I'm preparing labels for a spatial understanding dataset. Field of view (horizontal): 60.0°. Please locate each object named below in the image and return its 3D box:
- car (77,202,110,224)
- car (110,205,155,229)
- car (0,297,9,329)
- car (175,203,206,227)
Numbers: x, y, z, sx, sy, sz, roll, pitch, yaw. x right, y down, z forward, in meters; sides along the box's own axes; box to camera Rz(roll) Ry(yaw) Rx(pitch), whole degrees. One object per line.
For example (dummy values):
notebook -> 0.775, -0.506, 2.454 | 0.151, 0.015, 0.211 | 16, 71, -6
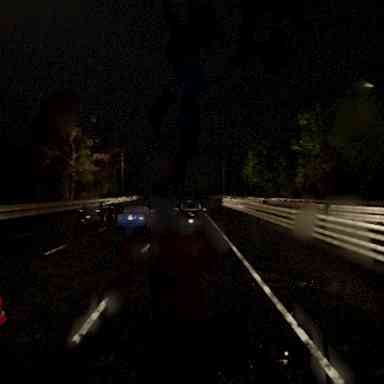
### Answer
car -> -7.136, 1.506, 25.182 | 2.128, 1.511, 4.902 | 0, 0, -1
car -> -3.574, 1.558, 21.631 | 2.033, 1.411, 5.357 | 0, 0, -1
car -> -3.411, 1.602, 2.361 | 1.895, 1.301, 4.718 | 0, 0, 0
car -> -0.097, 1.516, 22.766 | 1.837, 1.490, 4.892 | 0, 0, -1
